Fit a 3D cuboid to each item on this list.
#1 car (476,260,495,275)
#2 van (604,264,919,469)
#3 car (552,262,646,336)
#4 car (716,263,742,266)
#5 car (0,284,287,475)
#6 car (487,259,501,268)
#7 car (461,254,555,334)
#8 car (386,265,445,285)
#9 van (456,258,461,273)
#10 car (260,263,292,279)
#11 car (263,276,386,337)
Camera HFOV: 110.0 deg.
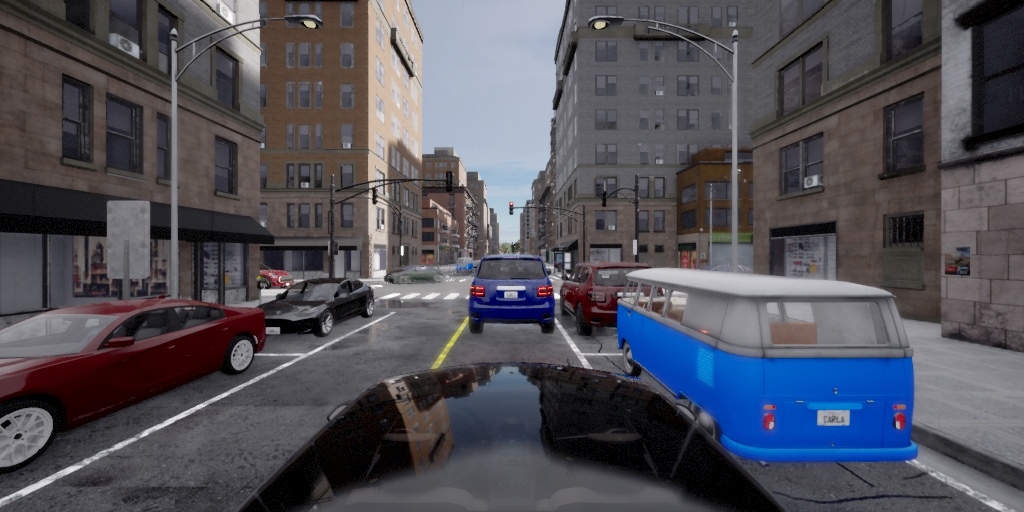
[{"bbox_3d":[-2.972,1.250,40.825,1.837,1.490,4.892,0,0,0],"label":"car"},{"bbox_3d":[2.634,1.091,4.791,1.690,1.789,3.998,0,0,0],"label":"van"},{"bbox_3d":[2.616,1.065,10.303,2.192,1.841,5.009,0,0,0],"label":"car"},{"bbox_3d":[14.684,1.225,25.217,5.357,1.411,2.033,0,0,0],"label":"car"},{"bbox_3d":[-5.391,1.295,4.765,1.888,1.381,4.507,0,0,0],"label":"car"},{"bbox_3d":[-3.014,1.234,62.125,2.128,1.511,4.902,0,0,0],"label":"car"},{"bbox_3d":[0.036,0.971,10.804,2.150,2.045,5.566,0,0,1],"label":"car"},{"bbox_3d":[-7.090,1.328,26.352,4.181,1.385,1.994,0,1,-40],"label":"car"},{"bbox_3d":[-5.535,1.086,42.240,1.690,1.789,3.998,0,0,0],"label":"van"},{"bbox_3d":[-16.084,1.164,22.120,4.553,1.767,2.097,0,0,0],"label":"car"},{"bbox_3d":[-5.409,1.316,10.276,1.948,1.339,4.313,0,0,0],"label":"car"}]
